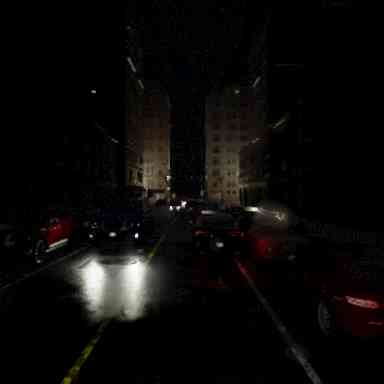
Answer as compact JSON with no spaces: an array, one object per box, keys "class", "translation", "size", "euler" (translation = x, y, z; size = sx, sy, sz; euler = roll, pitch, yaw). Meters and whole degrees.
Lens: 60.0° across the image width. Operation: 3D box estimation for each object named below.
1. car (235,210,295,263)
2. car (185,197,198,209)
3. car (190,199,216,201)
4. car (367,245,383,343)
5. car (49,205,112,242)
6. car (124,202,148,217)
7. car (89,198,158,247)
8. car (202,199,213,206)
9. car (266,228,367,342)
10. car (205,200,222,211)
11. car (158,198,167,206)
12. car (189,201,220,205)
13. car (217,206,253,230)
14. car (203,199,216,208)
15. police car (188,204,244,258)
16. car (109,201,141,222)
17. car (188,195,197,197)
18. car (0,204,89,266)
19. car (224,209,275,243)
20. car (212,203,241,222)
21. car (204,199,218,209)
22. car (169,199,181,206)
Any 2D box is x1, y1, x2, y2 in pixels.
[{"class":"car","translation":[2.857,1.595,12.108],"size":[1.752,1.417,4.829],"euler":[-1,0,0]},{"class":"car","translation":[0.001,1.872,49.613],"size":[1.895,1.301,4.718],"euler":[0,0,0]},{"class":"car","translation":[0.899,1.670,29.165],"size":[1.837,1.490,4.892],"euler":[0,0,0]},{"class":"car","translation":[2.852,1.320,0.767],"size":[2.192,1.841,5.009],"euler":[-1,0,0]},{"class":"car","translation":[-5.678,1.540,17.524],"size":[1.967,1.590,4.097],"euler":[-1,0,0]},{"class":"car","translation":[-5.676,1.773,34.280],"size":[1.802,1.307,4.206],"euler":[-1,0,0]},{"class":"car","translation":[-3.101,1.311,15.768],"size":[2.150,2.045,5.566],"euler":[0,0,0]},{"class":"car","translation":[2.870,1.915,62.210],"size":[1.802,1.307,4.206],"euler":[-1,0,0]},{"class":"car","translation":[2.856,1.619,6.351],"size":[1.802,1.307,4.206],"euler":[-1,0,0]},{"class":"car","translation":[2.866,1.801,45.452],"size":[2.008,1.369,4.403],"euler":[-1,0,0]},{"class":"car","translation":[-5.676,1.877,62.209],"size":[1.887,1.381,4.507],"euler":[-1,0,0]},{"class":"car","translation":[0.900,1.609,23.166],"size":[1.882,1.535,5.008],"euler":[0,0,0]},{"class":"car","translation":[2.860,1.697,23.109],"size":[1.947,1.339,4.313],"euler":[-1,0,0]},{"class":"car","translation":[2.868,1.871,56.624],"size":[1.947,1.339,4.313],"euler":[-1,0,0]},{"class":"police car","translation":[0.899,1.502,13.276],"size":[1.930,1.638,5.238],"euler":[0,0,0]},{"class":"car","translation":[-5.678,1.601,28.695],"size":[1.967,1.590,4.097],"euler":[-1,0,0]},{"class":"car","translation":[0.001,1.566,64.371],"size":[2.150,2.045,5.566],"euler":[0,0,0]},{"class":"car","translation":[-5.679,1.384,11.940],"size":[2.192,1.841,5.009],"euler":[-1,0,0]},{"class":"car","translation":[2.859,1.666,17.523],"size":[1.947,1.339,4.313],"euler":[-1,0,0]},{"class":"car","translation":[2.861,1.713,28.695],"size":[2.008,1.369,4.403],"euler":[-1,0,0]},{"class":"car","translation":[2.867,1.804,51.208],"size":[1.752,1.417,4.829],"euler":[-1,0,0]},{"class":"car","translation":[-3.000,1.923,60.080],"size":[1.994,1.385,4.181],"euler":[0,0,0]}]
